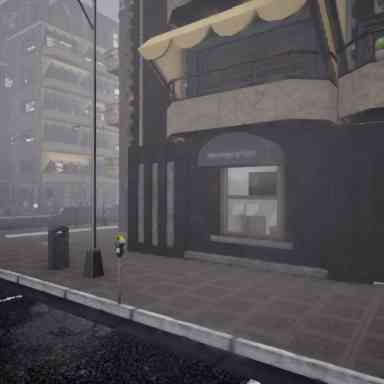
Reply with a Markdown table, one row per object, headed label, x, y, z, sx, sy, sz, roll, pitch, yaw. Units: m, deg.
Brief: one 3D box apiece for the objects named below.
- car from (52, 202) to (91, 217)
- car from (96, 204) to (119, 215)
| label | x | y | z | sx | sy | sz | roll | pitch | yaw |
| --- | --- | --- | --- | --- | --- | --- | --- | --- | --- |
| car | -12.752 | 1.821 | 35.326 | 1.967 | 1.590 | 4.097 | -1 | -1 | 35 |
| car | -9.465 | 2.063 | 39.947 | 1.802 | 1.307 | 4.206 | -1 | -1 | 35 |
